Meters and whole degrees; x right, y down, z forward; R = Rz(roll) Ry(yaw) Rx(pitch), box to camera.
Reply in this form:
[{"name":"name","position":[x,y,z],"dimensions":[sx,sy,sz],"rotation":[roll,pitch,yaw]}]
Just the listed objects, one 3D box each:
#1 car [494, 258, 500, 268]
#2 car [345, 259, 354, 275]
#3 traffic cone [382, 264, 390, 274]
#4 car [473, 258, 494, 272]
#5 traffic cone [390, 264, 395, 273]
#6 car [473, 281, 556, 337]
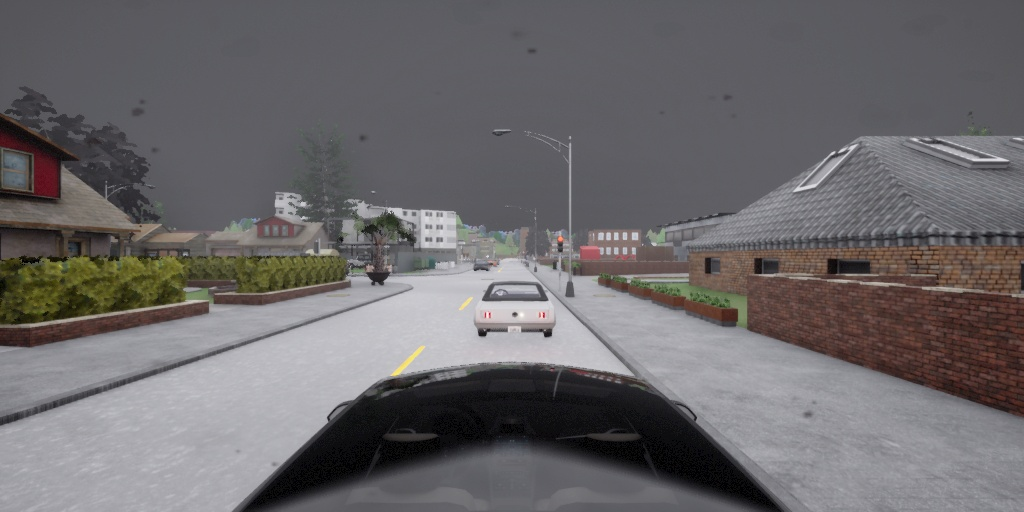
[{"name":"car","position":[-3.737,1.101,62.165],"dimensions":[2.097,1.767,4.553],"rotation":[0,0,1]},{"name":"car","position":[-17.606,1.254,32.907],"dimensions":[4.892,1.490,1.837],"rotation":[0,0,2]},{"name":"traffic cone","position":[-15.516,1.561,44.187],"dimensions":[0.344,0.586,0.344],"rotation":[0,0,0]},{"name":"car","position":[-3.853,1.297,46.177],"dimensions":[2.033,1.411,5.357],"rotation":[0,0,0]},{"name":"traffic cone","position":[-15.152,1.558,44.755],"dimensions":[0.344,0.586,0.344],"rotation":[0,0,0]},{"name":"car","position":[0.098,1.351,10.234],"dimensions":[1.895,1.301,4.718],"rotation":[0,0,1]}]
